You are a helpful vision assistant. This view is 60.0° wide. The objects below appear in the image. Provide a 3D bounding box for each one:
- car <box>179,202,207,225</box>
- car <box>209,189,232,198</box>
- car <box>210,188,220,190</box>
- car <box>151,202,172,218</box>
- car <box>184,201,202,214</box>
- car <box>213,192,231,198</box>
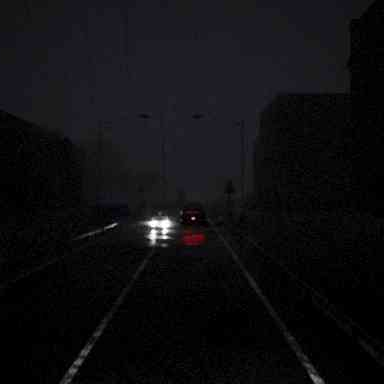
[{"bbox_3d":[0.099,1.683,25.985,1.837,1.490,4.892,0,-1,0],"label":"car"},{"bbox_3d":[8.022,0.806,88.476,5.366,1.575,1.946,0,2,-1],"label":"car"},{"bbox_3d":[8.112,0.488,93.983,4.553,1.767,2.185,0,2,-1],"label":"car"},{"bbox_3d":[-3.001,1.778,33.561,2.128,1.511,4.902,0,0,0],"label":"car"},{"bbox_3d":[0.151,1.830,39.960,1.994,1.385,4.181,0,0,1],"label":"car"},{"bbox_3d":[8.179,0.750,91.235,4.674,1.452,2.002,0,2,-1],"label":"car"}]
